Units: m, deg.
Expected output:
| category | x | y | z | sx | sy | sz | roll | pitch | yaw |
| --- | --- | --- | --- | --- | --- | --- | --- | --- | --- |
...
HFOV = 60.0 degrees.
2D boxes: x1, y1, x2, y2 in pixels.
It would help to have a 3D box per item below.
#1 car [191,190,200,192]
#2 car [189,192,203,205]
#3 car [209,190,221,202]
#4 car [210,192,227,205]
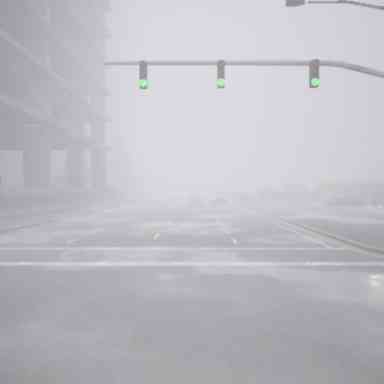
| category | x | y | z | sx | sy | sz | roll | pitch | yaw |
| --- | --- | --- | --- | --- | --- | --- | --- | --- | --- |
| car | 0.642 | 0.735 | 58.157 | 2.150 | 2.045 | 5.566 | 0 | 0 | 1 |
| car | 0.503 | 1.143 | 47.709 | 2.033 | 1.411 | 5.357 | 0 | 0 | 1 |
| car | 4.141 | 0.733 | 58.111 | 2.150 | 2.045 | 5.566 | 0 | 0 | 1 |
| car | 4.009 | 1.117 | 48.079 | 1.812 | 1.442 | 4.674 | 0 | 0 | 1 |
